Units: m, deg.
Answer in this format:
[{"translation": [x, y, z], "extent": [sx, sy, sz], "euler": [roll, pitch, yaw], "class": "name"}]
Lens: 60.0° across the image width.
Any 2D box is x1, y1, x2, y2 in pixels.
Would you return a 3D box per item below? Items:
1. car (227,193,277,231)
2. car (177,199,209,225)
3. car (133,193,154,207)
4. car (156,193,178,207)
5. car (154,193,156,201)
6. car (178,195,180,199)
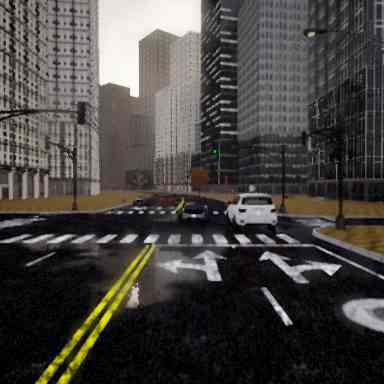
[{"translation": [3.354, 1.097, 19.448], "extent": [2.150, 2.045, 5.566], "euler": [0, 0, 0], "class": "car"}, {"translation": [0.108, 1.403, 22.491], "extent": [1.994, 1.385, 4.181], "euler": [0, 1, 0], "class": "car"}, {"translation": [-6.574, 1.196, 44.011], "extent": [1.994, 1.385, 4.181], "euler": [0, 1, 0], "class": "car"}, {"translation": [-3.321, 1.107, 44.377], "extent": [1.882, 1.535, 5.008], "euler": [0, 1, 0], "class": "car"}, {"translation": [-6.524, 0.947, 61.286], "extent": [1.882, 1.535, 5.008], "euler": [0, 1, 0], "class": "car"}, {"translation": [-3.276, 0.976, 61.042], "extent": [1.837, 1.490, 4.892], "euler": [0, 1, 0], "class": "car"}]
